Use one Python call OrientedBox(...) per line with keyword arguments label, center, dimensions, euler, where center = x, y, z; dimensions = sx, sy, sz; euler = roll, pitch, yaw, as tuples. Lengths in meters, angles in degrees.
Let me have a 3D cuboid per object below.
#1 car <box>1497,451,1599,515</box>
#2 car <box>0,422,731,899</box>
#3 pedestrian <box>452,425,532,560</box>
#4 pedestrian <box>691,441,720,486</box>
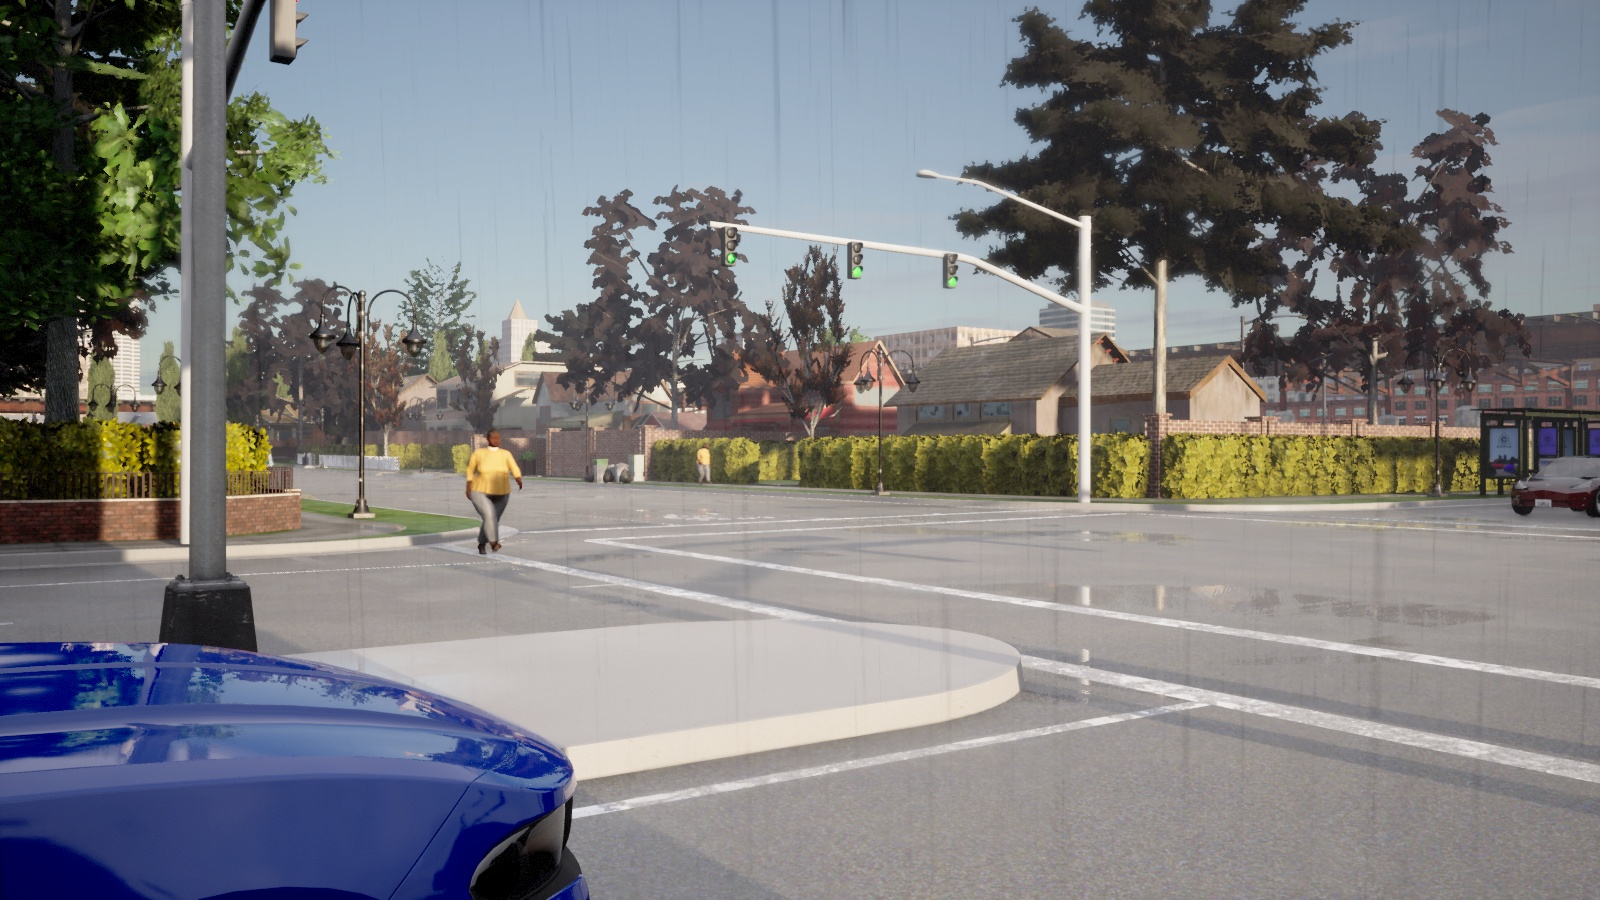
OrientedBox(label="car", center=(19.779, 0.780, 31.474), dimensions=(4.792, 1.488, 2.163), euler=(0, 0, -35))
OrientedBox(label="car", center=(-2.727, 0.733, 1.760), dimensions=(5.008, 1.535, 1.882), euler=(0, 0, -35))
OrientedBox(label="pedestrian", center=(-4.384, 0.589, 17.858), dimensions=(0.874, 1.855, 0.900), euler=(0, 0, -31))
OrientedBox(label="pedestrian", center=(-3.930, 0.546, 52.065), dimensions=(0.874, 1.855, 0.900), euler=(0, 0, -34))
